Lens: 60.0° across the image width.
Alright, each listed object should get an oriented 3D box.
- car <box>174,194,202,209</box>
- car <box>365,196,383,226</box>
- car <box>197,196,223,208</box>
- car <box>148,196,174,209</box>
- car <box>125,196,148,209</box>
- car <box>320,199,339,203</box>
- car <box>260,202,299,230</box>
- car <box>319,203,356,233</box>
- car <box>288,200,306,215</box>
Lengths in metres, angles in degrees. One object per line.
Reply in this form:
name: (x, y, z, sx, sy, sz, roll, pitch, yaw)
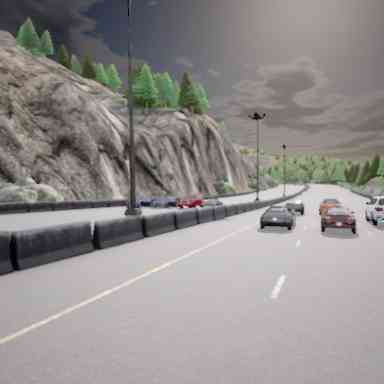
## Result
car: (-0.034, 1.295, 46.069, 2.150, 2.045, 5.566, 0, -1, 22)
car: (14.190, 1.341, 24.373, 2.150, 2.045, 5.566, 0, 0, 21)
car: (2.665, 1.606, 43.402, 1.812, 1.442, 4.674, 0, 0, 22)
car: (-3.765, 1.398, 46.174, 2.097, 1.767, 4.553, 0, 0, 22)
car: (-7.420, 1.377, 46.462, 2.097, 1.767, 4.553, 0, 0, 22)
car: (14.251, 1.486, 34.205, 2.097, 1.767, 4.553, 0, 0, 21)
car: (5.749, 1.630, 21.976, 1.994, 1.385, 4.181, 0, 0, 21)
car: (8.882, 1.608, 20.375, 1.812, 1.442, 4.674, 0, -1, 21)
car: (11.179, 1.611, 35.958, 2.128, 1.511, 4.902, 0, 0, 21)
